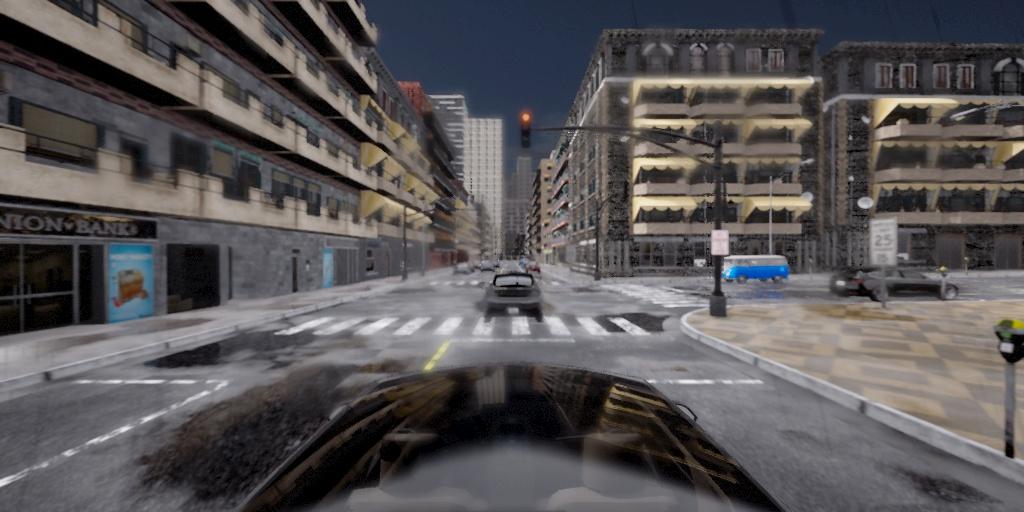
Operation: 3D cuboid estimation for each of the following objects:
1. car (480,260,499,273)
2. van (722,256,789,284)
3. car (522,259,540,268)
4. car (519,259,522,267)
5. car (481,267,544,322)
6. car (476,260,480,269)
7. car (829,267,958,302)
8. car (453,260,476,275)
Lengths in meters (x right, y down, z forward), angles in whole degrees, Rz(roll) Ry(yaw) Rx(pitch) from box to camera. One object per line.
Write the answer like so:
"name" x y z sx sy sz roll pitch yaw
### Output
"car" -3.118 1.490 47.198 2.033 1.411 5.357 0 0 0
"van" 15.641 0.870 23.352 3.998 1.789 1.690 0 0 -1
"car" 2.660 1.380 46.748 1.967 1.591 4.097 0 0 0
"car" 2.650 1.569 63.331 2.007 1.370 4.403 0 0 0
"car" 0.061 1.298 12.523 1.837 1.490 4.892 0 0 0
"car" -5.720 1.506 46.747 1.948 1.339 4.313 0 0 0
"car" 15.765 1.131 14.972 4.313 1.339 1.948 0 0 -1
"car" -5.716 1.465 41.220 2.007 1.370 4.403 0 0 0
